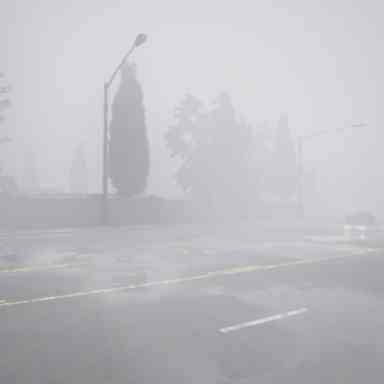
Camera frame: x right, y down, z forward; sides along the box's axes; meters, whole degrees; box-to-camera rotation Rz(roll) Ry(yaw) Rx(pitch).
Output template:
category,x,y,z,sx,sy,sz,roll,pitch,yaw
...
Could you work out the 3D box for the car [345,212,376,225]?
category,x,y,z,sx,sy,sz,roll,pitch,yaw
car,18.104,2.769,35.689,1.895,1.301,4.718,-1,-3,43
